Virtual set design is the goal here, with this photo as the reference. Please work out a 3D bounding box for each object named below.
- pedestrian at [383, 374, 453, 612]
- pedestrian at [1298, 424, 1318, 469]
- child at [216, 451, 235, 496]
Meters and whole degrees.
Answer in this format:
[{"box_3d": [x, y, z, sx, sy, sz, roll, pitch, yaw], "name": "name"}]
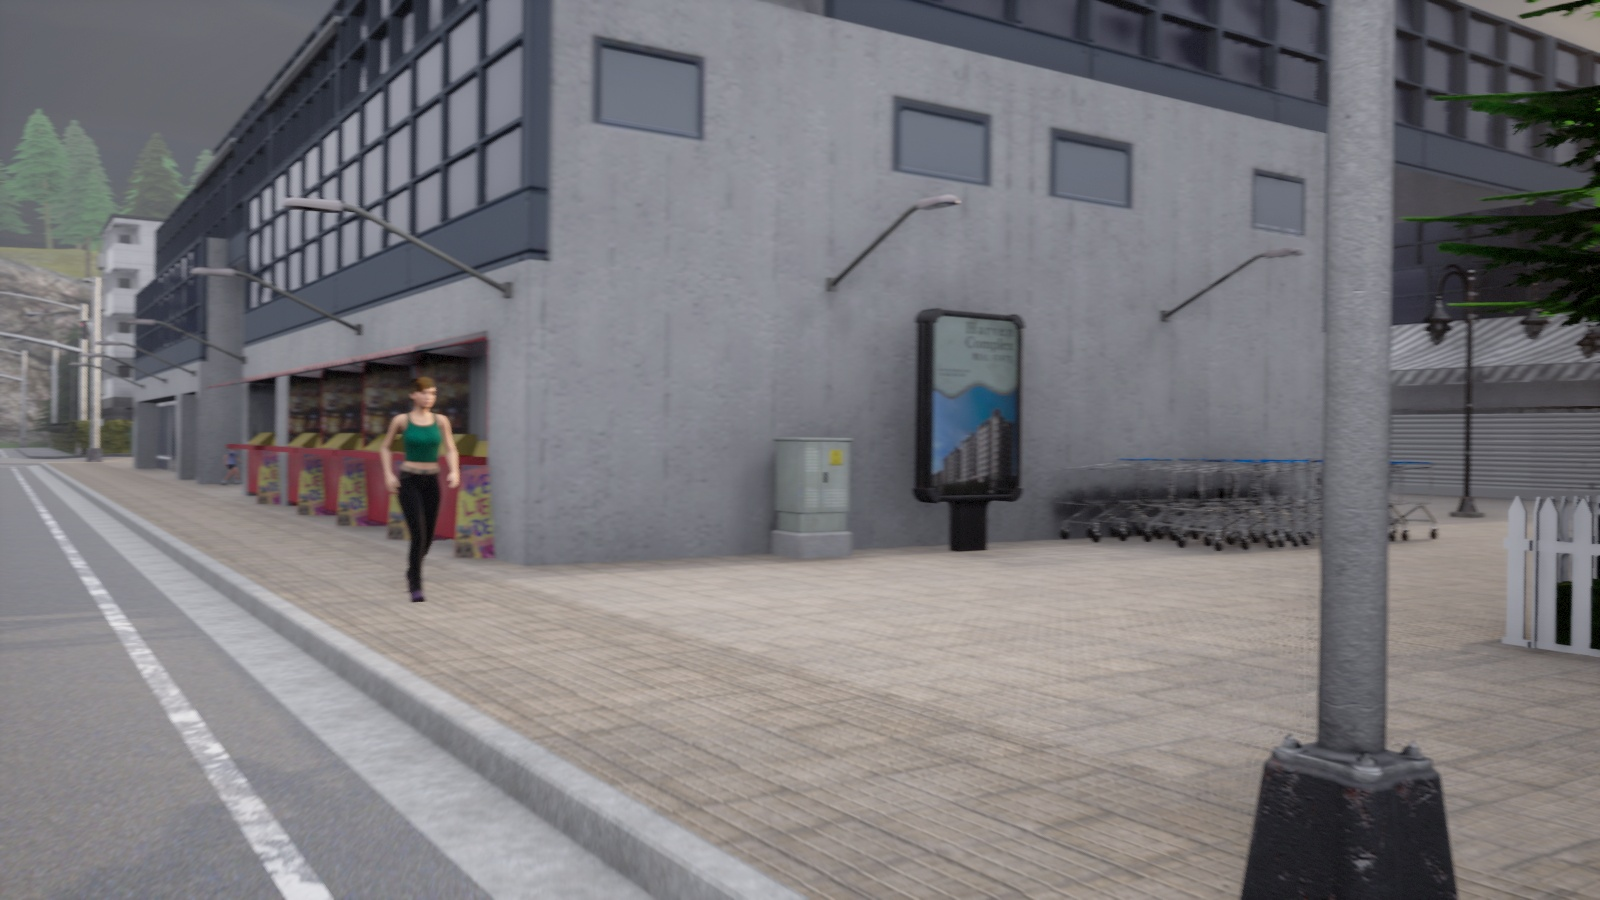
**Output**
[{"box_3d": [-3.059, 0.331, 10.047, 0.345, 1.836, 0.594, -1, 1, -36], "name": "pedestrian"}, {"box_3d": [21.748, -0.161, 53.760, 0.395, 1.930, 0.692, -1, 1, -28], "name": "pedestrian"}, {"box_3d": [-14.389, 0.593, 31.459, 0.394, 1.110, 0.255, 0, 0, -15], "name": "child"}]
